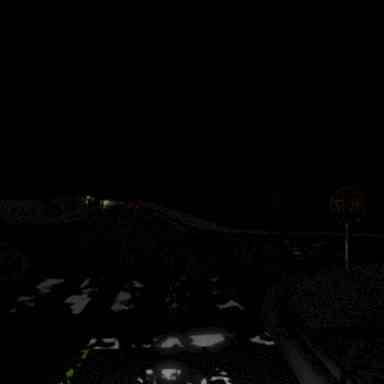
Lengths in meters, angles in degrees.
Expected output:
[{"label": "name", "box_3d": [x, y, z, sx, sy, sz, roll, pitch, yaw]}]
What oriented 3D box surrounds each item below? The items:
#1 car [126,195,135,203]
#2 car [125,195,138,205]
[{"label": "car", "box_3d": [-13.297, 1.498, 71.546, 1.837, 1.490, 4.892, 0, 0, -12]}, {"label": "car", "box_3d": [-11.084, 1.580, 61.362, 1.882, 1.535, 5.008, 0, 0, -12]}]
